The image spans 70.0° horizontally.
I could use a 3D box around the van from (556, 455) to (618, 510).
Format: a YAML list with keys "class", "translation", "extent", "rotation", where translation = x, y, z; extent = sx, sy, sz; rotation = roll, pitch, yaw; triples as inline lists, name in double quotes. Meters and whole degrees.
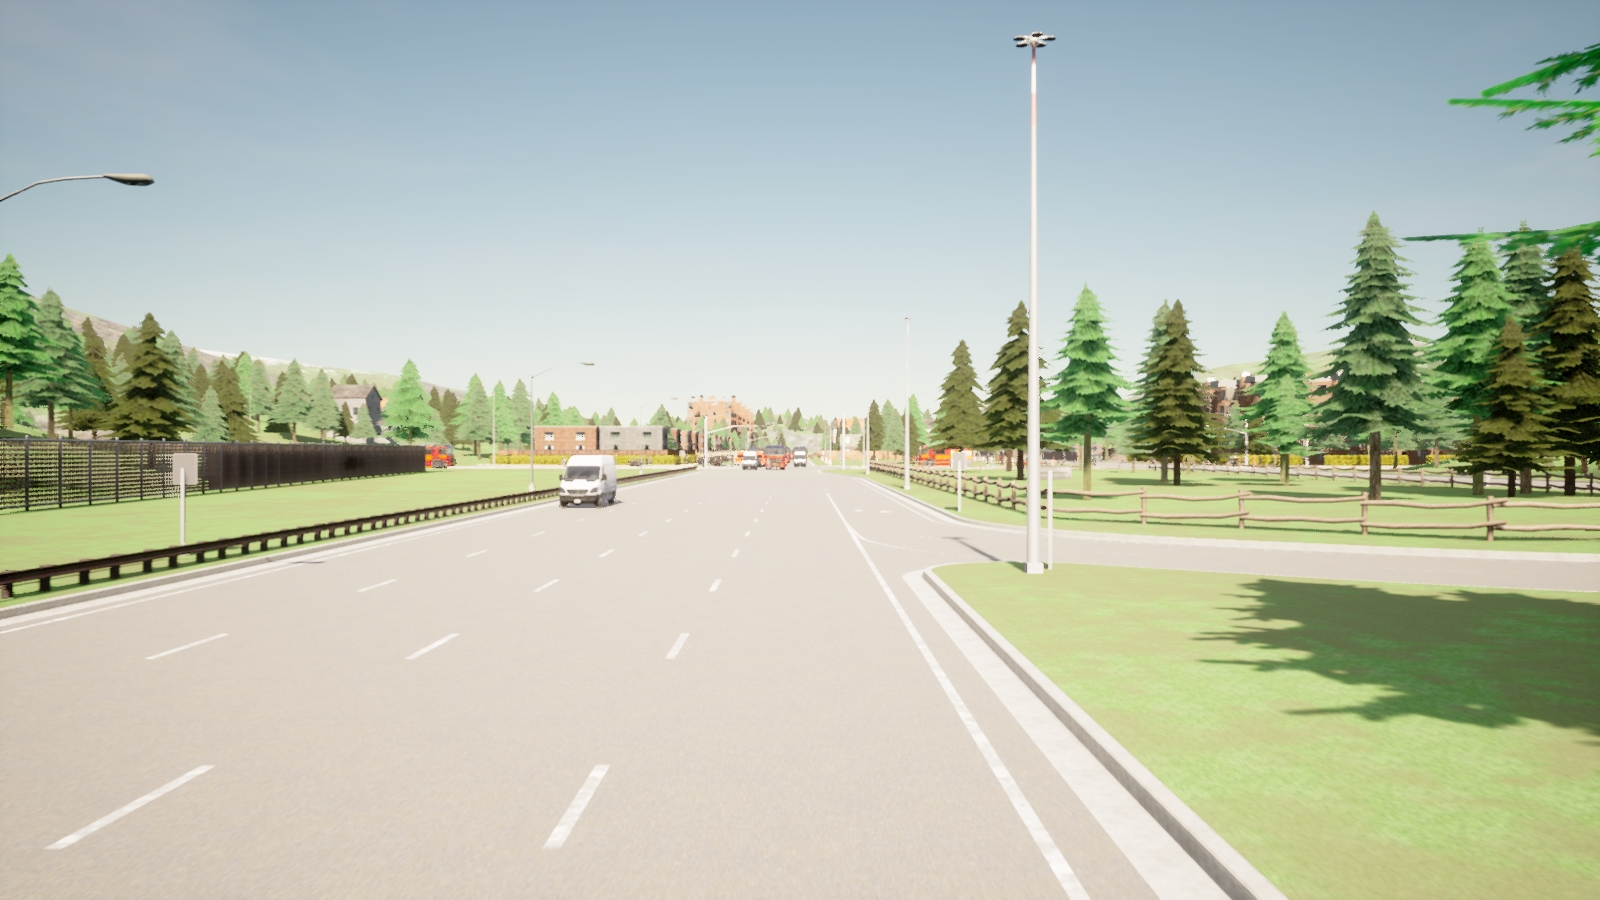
- class: "van"
  translation: [-10.499, 1.540, 56.799]
  extent: [1.988, 2.561, 5.915]
  rotation: [0, 0, 0]
